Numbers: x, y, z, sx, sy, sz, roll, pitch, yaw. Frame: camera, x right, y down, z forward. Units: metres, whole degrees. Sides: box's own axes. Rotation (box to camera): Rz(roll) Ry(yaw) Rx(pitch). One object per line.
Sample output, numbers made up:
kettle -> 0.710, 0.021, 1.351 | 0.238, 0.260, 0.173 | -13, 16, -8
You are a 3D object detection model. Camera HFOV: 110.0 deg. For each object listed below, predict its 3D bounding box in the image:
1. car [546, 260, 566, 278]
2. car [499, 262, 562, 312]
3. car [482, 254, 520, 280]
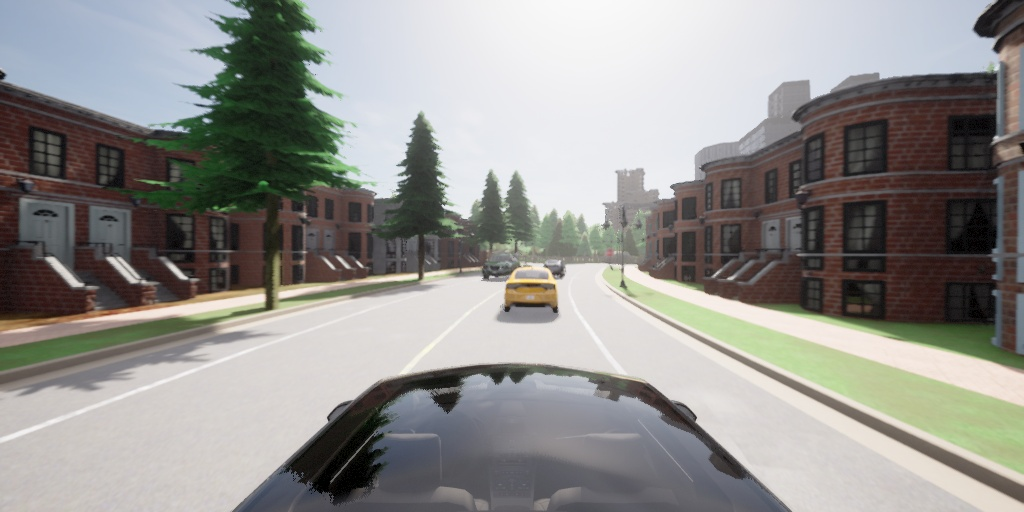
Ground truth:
car -> 3.863, 1.113, 32.600 | 2.128, 1.511, 4.902 | 0, 0, 13
car -> 0.806, 1.171, 14.023 | 1.882, 1.535, 5.008 | 0, 0, 5
car -> -0.729, 0.829, 28.980 | 2.150, 2.045, 5.566 | 0, 0, 12
